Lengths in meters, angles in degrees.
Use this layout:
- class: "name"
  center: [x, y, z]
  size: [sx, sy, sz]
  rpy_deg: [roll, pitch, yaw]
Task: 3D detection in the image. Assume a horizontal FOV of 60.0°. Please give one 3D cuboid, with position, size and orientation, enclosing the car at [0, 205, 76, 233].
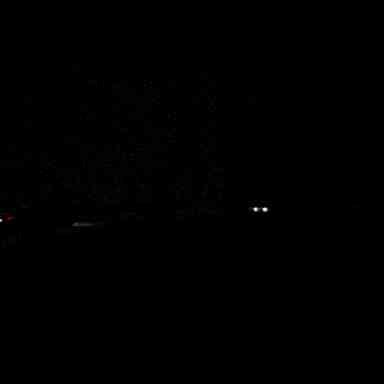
- class: "car"
  center: [-8.834, 1.434, 19.101]
  size: [1.994, 1.385, 4.181]
  rpy_deg: [0, 1, 36]

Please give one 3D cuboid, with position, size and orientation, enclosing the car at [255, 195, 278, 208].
- class: "car"
  center: [12.315, 1.500, 54.755]
  size: [2.150, 2.045, 5.566]
  rpy_deg: [0, -1, 36]
